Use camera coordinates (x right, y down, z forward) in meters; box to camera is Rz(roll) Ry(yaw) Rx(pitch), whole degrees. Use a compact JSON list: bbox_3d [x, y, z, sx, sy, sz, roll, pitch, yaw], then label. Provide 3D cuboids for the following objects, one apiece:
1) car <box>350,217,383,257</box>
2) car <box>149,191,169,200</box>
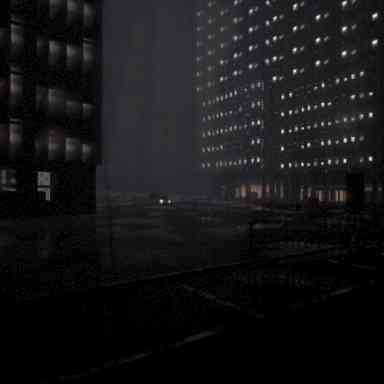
[{"bbox_3d":[7.479,1.553,12.043,4.403,1.369,2.008,0,1,-35],"label":"car"},{"bbox_3d":[-5.966,0.651,59.307,1.882,1.535,5.008,1,1,-35],"label":"car"}]
